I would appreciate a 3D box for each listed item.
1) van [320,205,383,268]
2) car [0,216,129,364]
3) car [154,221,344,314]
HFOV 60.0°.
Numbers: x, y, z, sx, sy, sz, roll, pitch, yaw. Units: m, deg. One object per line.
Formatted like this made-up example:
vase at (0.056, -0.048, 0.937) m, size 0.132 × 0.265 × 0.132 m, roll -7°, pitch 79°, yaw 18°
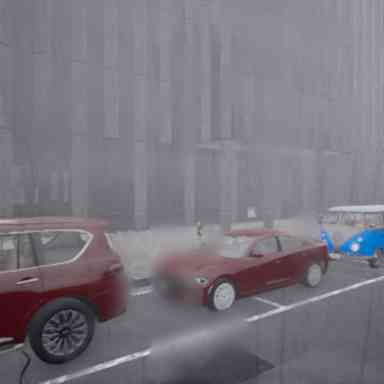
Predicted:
van at (5.865, 1.327, 10.885) m, size 3.998 × 1.788 × 1.690 m, roll 0°, pitch 0°, yaw -36°
car at (-3.288, 1.316, 4.304) m, size 5.009 × 1.841 × 2.192 m, roll 0°, pitch 0°, yaw -36°
car at (1.289, 1.538, 7.595) m, size 4.507 × 1.381 × 1.887 m, roll 0°, pitch 0°, yaw -36°
